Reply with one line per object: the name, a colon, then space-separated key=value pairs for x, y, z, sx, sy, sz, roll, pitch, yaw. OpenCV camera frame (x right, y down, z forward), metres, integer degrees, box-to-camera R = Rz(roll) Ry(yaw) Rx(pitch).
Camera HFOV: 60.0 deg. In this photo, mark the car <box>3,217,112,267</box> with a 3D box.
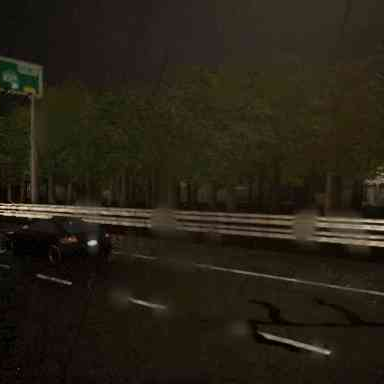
car: x=-4.733 y=1.564 z=11.550 sx=4.181 sy=1.385 sz=1.994 roll=0 pitch=0 yaw=36
